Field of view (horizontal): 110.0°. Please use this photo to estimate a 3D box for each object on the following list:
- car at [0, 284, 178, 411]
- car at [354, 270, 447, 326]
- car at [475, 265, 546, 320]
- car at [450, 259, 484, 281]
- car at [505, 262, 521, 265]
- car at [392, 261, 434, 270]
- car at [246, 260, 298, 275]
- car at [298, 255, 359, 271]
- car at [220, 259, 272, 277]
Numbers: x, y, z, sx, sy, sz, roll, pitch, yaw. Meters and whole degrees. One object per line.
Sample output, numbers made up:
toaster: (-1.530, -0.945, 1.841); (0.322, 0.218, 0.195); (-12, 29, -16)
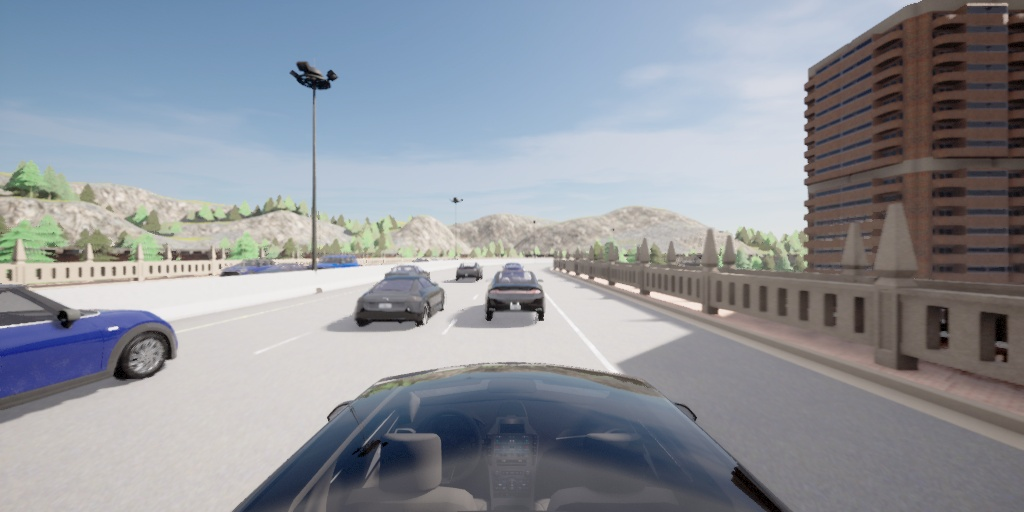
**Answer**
car: (-6.901, 1.100, 4.367); (2.097, 1.767, 4.553); (0, 0, 0)
car: (-3.403, 1.308, 11.639); (1.994, 1.385, 4.181); (0, 0, 0)
car: (0.098, 1.236, 12.566); (2.128, 1.511, 4.902); (0, 0, 0)
car: (-3.408, 1.227, 29.356); (2.128, 1.511, 4.902); (0, 0, 0)
car: (0.078, 1.261, 30.495); (1.812, 1.442, 4.674); (0, 0, 0)
car: (-6.906, 1.285, 23.901); (2.033, 1.411, 5.357); (0, 0, 0)
car: (-17.606, 1.282, 28.015); (2.033, 1.411, 5.357); (0, 0, 0)
car: (-14.105, 0.958, 28.466); (2.150, 2.045, 5.566); (0, 0, 0)
car: (-21.102, 1.085, 29.068); (2.097, 1.767, 4.553); (0, 0, 0)
